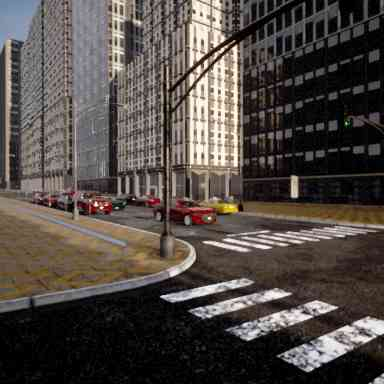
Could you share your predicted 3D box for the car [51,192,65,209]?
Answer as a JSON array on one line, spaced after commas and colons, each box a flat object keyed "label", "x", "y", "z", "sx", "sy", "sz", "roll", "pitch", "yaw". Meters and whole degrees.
[{"label": "car", "x": -11.632, "y": 0.986, "z": 31.790, "sx": 1.947, "sy": 1.339, "sz": 4.313, "roll": 1, "pitch": 0, "yaw": -36}]

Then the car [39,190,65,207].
[{"label": "car", "x": -14.942, "y": 0.860, "z": 36.329, "sx": 1.887, "sy": 1.381, "sz": 4.507, "roll": 1, "pitch": 0, "yaw": -36}]

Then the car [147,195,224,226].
[{"label": "car", "x": -0.540, "y": 1.176, "z": 20.942, "sx": 1.882, "sy": 1.535, "sz": 5.008, "roll": 0, "pitch": 1, "yaw": -38}]

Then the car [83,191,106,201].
[{"label": "car", "x": -14.800, "y": 0.644, "z": 50.356, "sx": 1.947, "sy": 1.339, "sz": 4.313, "roll": 1, "pitch": 0, "yaw": -36}]

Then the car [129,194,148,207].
[{"label": "car", "x": -4.867, "y": 0.975, "z": 36.734, "sx": 1.802, "sy": 1.307, "sz": 4.206, "roll": 1, "pitch": 0, "yaw": -36}]

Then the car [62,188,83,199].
[{"label": "car", "x": -21.417, "y": 0.185, "z": 59.435, "sx": 2.192, "sy": 1.841, "sz": 5.009, "roll": 1, "pitch": 0, "yaw": -36}]

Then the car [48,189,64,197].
[{"label": "car", "x": -28.044, "y": 0.212, "z": 68.518, "sx": 2.008, "sy": 1.369, "sz": 4.403, "roll": 1, "pitch": 0, "yaw": -36}]

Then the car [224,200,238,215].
[{"label": "car", "x": 1.725, "y": 1.125, "z": 27.844, "sx": 1.752, "sy": 1.417, "sz": 4.829, "roll": 1, "pitch": 0, "yaw": -36}]

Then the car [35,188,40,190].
[{"label": "car", "x": -34.664, "y": -0.106, "z": 77.599, "sx": 1.967, "sy": 1.590, "sz": 4.097, "roll": 1, "pitch": 0, "yaw": -36}]

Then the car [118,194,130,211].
[{"label": "car", "x": -7.903, "y": 1.065, "z": 31.052, "sx": 1.895, "sy": 1.301, "sz": 4.718, "roll": 0, "pitch": 1, "yaw": -36}]

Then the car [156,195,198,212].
[{"label": "car", "x": -1.556, "y": 1.064, "z": 32.193, "sx": 1.947, "sy": 1.339, "sz": 4.313, "roll": 1, "pitch": 0, "yaw": -36}]

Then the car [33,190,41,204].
[{"label": "car", "x": -18.254, "y": 0.792, "z": 40.869, "sx": 1.802, "sy": 1.307, "sz": 4.206, "roll": 1, "pitch": 0, "yaw": -36}]

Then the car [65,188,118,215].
[{"label": "car", "x": -8.316, "y": 0.840, "z": 27.248, "sx": 2.192, "sy": 1.841, "sz": 5.009, "roll": 1, "pitch": 0, "yaw": -36}]

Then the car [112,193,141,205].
[{"label": "car", "x": -8.178, "y": 0.854, "z": 41.274, "sx": 1.947, "sy": 1.339, "sz": 4.313, "roll": 1, "pitch": 0, "yaw": -36}]

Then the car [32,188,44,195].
[{"label": "car", "x": -37.974, "y": -0.210, "z": 82.139, "sx": 1.967, "sy": 1.590, "sz": 4.097, "roll": 1, "pitch": 0, "yaw": -36}]

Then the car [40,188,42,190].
[{"label": "car", "x": -31.355, "y": 0.102, "z": 73.059, "sx": 1.887, "sy": 1.381, "sz": 4.507, "roll": 1, "pitch": 0, "yaw": -36}]

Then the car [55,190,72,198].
[{"label": "car", "x": -24.832, "y": 0.288, "z": 64.115, "sx": 1.752, "sy": 1.417, "sz": 4.829, "roll": 1, "pitch": 0, "yaw": -36}]
